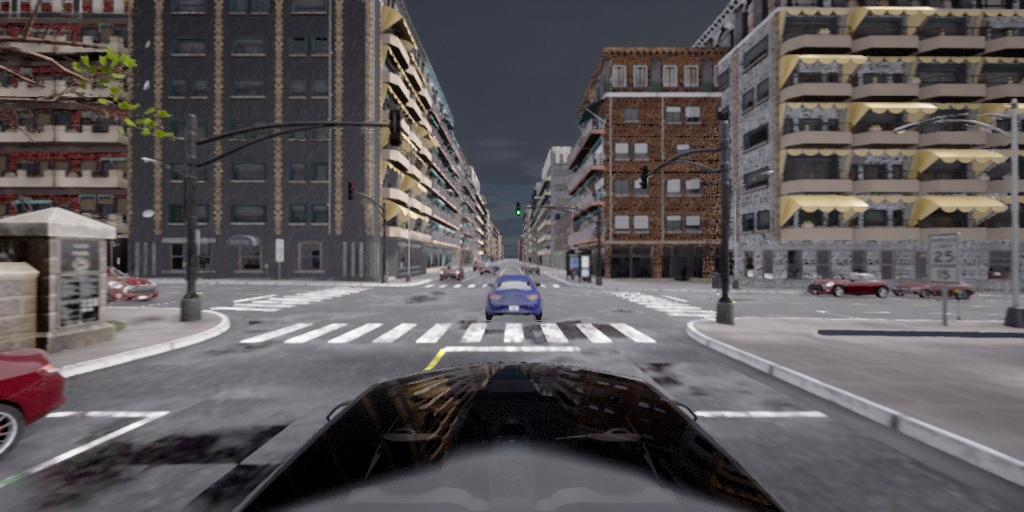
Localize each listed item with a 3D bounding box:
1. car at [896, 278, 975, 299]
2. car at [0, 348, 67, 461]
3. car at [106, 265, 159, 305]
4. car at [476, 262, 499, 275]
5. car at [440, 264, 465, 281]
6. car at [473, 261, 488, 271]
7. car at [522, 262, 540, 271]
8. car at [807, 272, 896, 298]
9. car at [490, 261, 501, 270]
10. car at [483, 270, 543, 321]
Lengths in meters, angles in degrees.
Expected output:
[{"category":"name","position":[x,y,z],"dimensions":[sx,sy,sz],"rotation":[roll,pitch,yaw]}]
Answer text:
[{"category":"car","position":[27.054,2.042,23.052],"dimensions":[4.207,1.307,1.802],"rotation":[0,0,-1]},{"category":"car","position":[-5.689,1.336,2.143],"dimensions":[1.802,1.307,4.207],"rotation":[0,0,0]},{"category":"car","position":[-16.624,1.075,14.182],"dimensions":[4.097,1.591,1.967],"rotation":[0,0,-1]},{"category":"car","position":[-3.087,1.785,46.254],"dimensions":[1.994,1.385,4.181],"rotation":[0,-1,0]},{"category":"car","position":[-5.689,1.536,34.552],"dimensions":[1.967,1.591,4.097],"rotation":[0,0,0]},{"category":"car","position":[-5.688,1.711,62.743],"dimensions":[2.192,1.841,5.009],"rotation":[0,0,0]},{"category":"car","position":[2.692,1.767,45.823],"dimensions":[2.007,1.370,4.403],"rotation":[0,0,0]},{"category":"car","position":[21.380,1.798,22.984],"dimensions":[4.097,1.591,1.967],"rotation":[0,0,-1]},{"category":"car","position":[-3.027,1.999,62.879],"dimensions":[1.895,1.301,4.718],"rotation":[0,-1,1]},{"category":"car","position":[0.073,1.393,12.884],"dimensions":[1.812,1.442,4.674],"rotation":[0,0,0]}]
